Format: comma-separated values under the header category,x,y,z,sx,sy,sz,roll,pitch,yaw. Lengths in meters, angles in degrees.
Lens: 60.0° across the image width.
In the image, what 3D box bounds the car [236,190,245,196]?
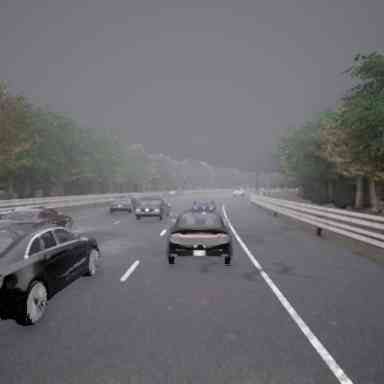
category,x,y,z,sx,sy,sz,roll,pitch,yaw
car,12.291,0.179,83.445,1.882,1.535,5.008,0,1,13

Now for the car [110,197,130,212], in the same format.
category,x,y,z,sx,sy,sz,roll,pitch,yaw
car,-5.802,1.109,29.465,1.994,1.385,4.181,0,1,4

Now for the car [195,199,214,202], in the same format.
category,x,y,z,sx,sy,sz,roll,pitch,yaw
car,1.021,1.184,26.861,1.895,1.301,4.718,0,1,4

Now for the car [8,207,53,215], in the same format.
category,x,y,z,sx,sy,sz,roll,pitch,yaw
car,-6.625,1.337,14.164,1.994,1.385,4.181,0,1,2

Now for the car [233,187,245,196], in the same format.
category,x,y,z,sx,sy,sz,roll,pitch,yaw
car,10.659,-0.056,76.382,2.150,2.045,5.566,0,1,13

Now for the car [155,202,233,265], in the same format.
category,x,y,z,sx,sy,sz,roll,pitch,yaw
car,0.263,1.316,10.963,2.128,1.511,4.902,0,1,2

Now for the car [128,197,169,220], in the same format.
category,x,y,z,sx,sy,sz,roll,pitch,yaw
car,-2.701,1.176,23.762,2.033,1.411,5.357,0,1,4

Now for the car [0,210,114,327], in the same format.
category,x,y,z,sx,sy,sz,roll,pitch,yaw
car,-3.370,1.380,6.810,2.128,1.511,4.902,0,1,2
